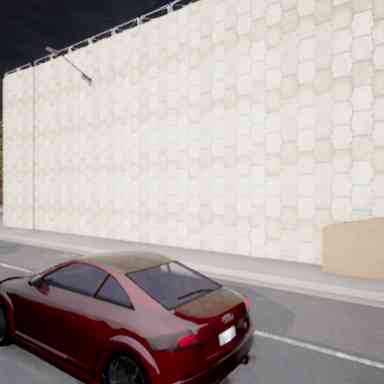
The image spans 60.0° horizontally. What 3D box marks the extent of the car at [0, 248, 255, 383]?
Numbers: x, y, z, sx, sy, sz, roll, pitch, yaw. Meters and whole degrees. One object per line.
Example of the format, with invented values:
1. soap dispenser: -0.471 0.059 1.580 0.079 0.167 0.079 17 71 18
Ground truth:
1. car: -1.224 1.553 4.859 4.181 1.385 1.994 0 0 36
